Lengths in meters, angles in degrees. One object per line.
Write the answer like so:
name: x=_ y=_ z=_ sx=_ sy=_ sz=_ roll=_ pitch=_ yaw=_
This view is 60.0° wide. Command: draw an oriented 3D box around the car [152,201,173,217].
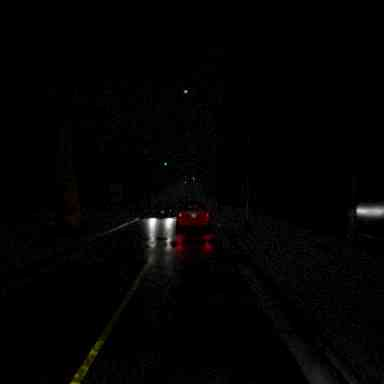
car: x=-2.748 y=1.670 z=32.569 sx=1.837 sy=1.490 sz=4.892 roll=0 pitch=0 yaw=0

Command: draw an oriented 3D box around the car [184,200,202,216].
car: x=0.028 y=1.655 z=36.000 sx=1.837 sy=1.490 sz=4.892 roll=0 pitch=0 yaw=-1

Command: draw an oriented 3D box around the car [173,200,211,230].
car: x=0.101 y=1.418 z=21.559 sx=2.097 sy=1.767 sz=4.553 roll=0 pitch=0 yaw=0
